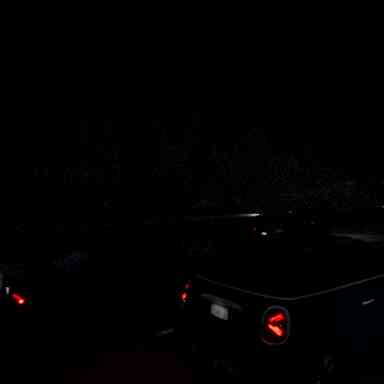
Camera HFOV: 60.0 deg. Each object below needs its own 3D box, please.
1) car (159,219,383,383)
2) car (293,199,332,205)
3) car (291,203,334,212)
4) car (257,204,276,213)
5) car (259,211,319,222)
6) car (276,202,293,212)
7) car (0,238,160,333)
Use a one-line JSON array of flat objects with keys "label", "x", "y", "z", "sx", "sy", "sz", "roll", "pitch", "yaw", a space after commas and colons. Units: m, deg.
[{"label": "car", "x": 2.030, "y": 1.448, "z": 5.249, "sx": 4.553, "sy": 1.767, "sz": 2.097, "roll": 0, "pitch": -2, "yaw": -37}, {"label": "car", "x": 15.670, "y": 1.892, "z": 41.934, "sx": 5.566, "sy": 2.045, "sz": 2.150, "roll": 0, "pitch": -2, "yaw": -37}, {"label": "car", "x": 13.222, "y": 2.175, "z": 35.731, "sx": 4.718, "sy": 1.301, "sz": 1.895, "roll": 0, "pitch": -2, "yaw": -37}, {"label": "car", "x": 11.206, "y": 2.429, "z": 47.315, "sx": 4.181, "sy": 1.385, "sz": 1.994, "roll": 0, "pitch": -2, "yaw": -37}, {"label": "car", "x": 4.864, "y": 1.854, "z": 16.110, "sx": 4.181, "sy": 1.385, "sz": 1.994, "roll": 0, "pitch": -2, "yaw": -37}, {"label": "car", "x": 14.005, "y": 2.117, "z": 45.057, "sx": 4.553, "sy": 1.767, "sz": 2.097, "roll": 0, "pitch": -2, "yaw": -37}, {"label": "car", "x": -1.143, "y": 1.741, "z": 7.230, "sx": 5.357, "sy": 1.411, "sz": 2.033, "roll": 0, "pitch": -2, "yaw": -37}]
